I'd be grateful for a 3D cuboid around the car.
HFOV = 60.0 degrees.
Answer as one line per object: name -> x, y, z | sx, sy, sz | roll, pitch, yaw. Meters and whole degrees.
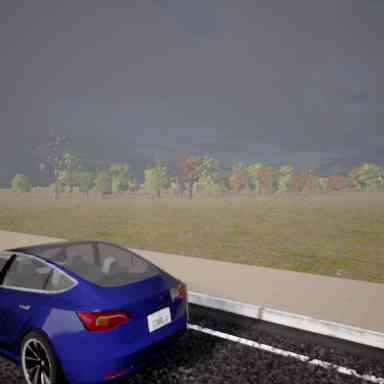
car -> -2.276, 1.503, 5.180 | 4.792, 1.488, 2.163 | 0, 0, 35
